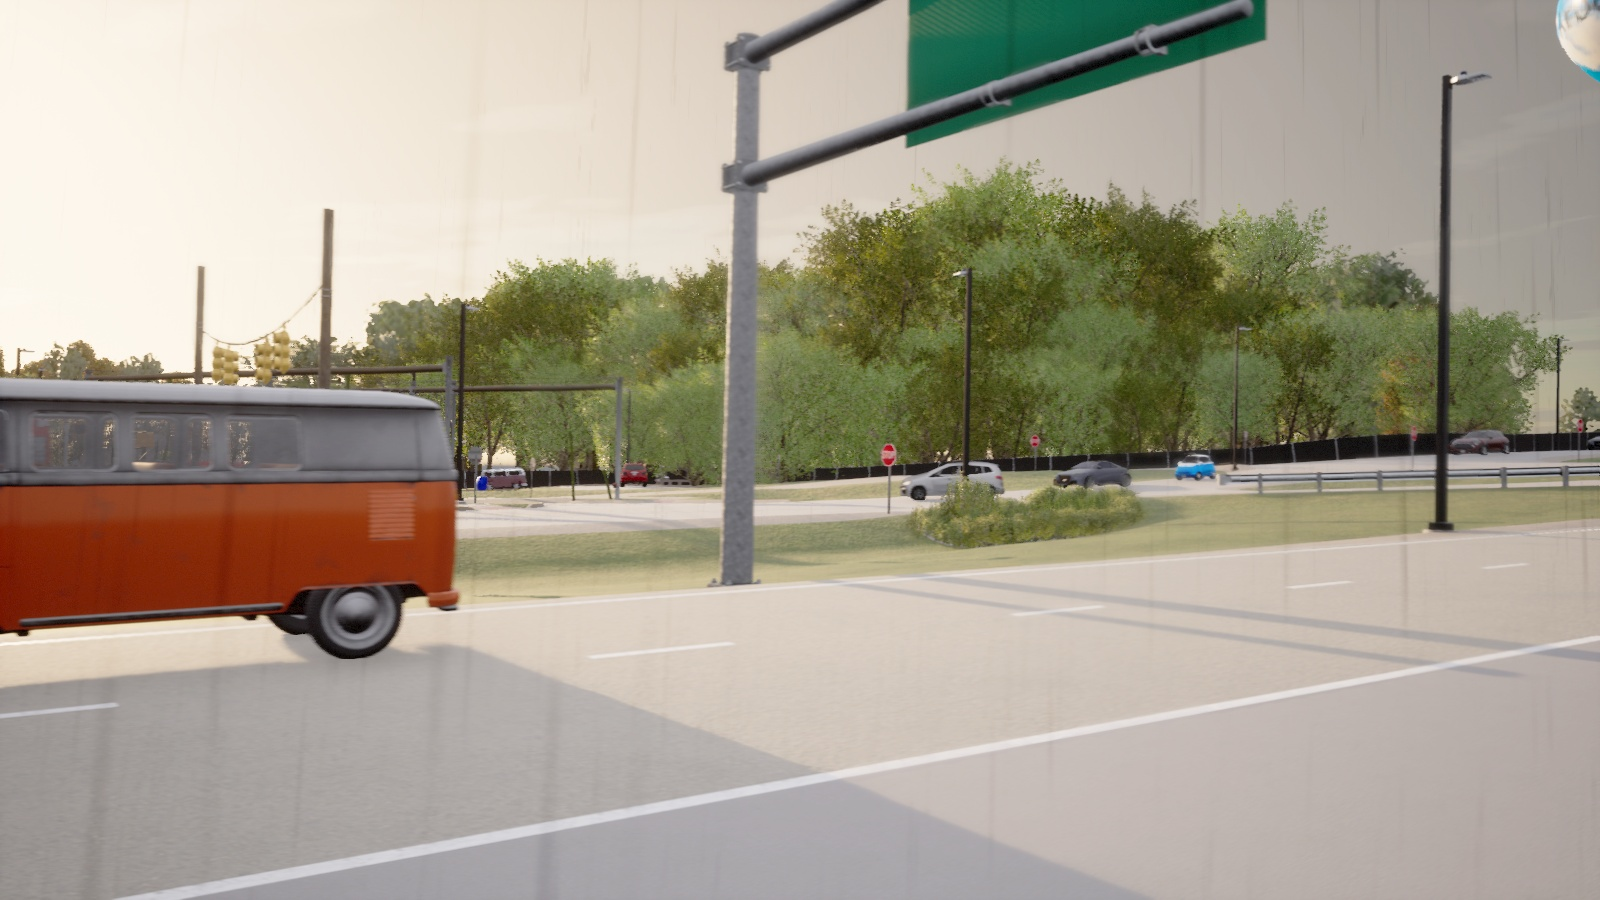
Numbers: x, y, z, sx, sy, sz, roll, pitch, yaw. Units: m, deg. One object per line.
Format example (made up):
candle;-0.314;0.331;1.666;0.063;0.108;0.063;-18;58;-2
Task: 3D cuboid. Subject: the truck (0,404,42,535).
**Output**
truck;-26.714;0.584;35.841;8.468;3.827;2.891;0;0;-36

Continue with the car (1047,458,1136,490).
car;14.664;1.179;63.081;4.181;1.385;1.994;-2;1;-34

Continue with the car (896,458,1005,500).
car;6.563;1.265;55.271;4.611;1.667;2.242;-1;0;3

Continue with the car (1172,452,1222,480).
car;21.367;0.839;67.663;2.207;1.376;1.481;-3;2;-34

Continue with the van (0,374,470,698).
van;-4.798;0.530;8.847;4.442;1.987;1.775;0;0;-35

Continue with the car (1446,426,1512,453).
car;46.298;-0.720;85.620;4.553;1.767;2.097;-2;1;-35
